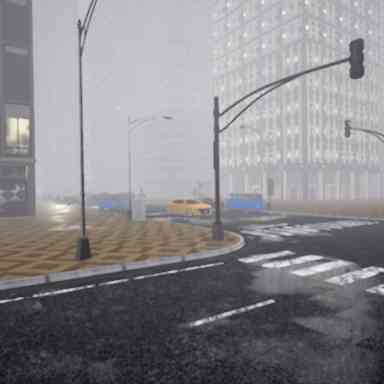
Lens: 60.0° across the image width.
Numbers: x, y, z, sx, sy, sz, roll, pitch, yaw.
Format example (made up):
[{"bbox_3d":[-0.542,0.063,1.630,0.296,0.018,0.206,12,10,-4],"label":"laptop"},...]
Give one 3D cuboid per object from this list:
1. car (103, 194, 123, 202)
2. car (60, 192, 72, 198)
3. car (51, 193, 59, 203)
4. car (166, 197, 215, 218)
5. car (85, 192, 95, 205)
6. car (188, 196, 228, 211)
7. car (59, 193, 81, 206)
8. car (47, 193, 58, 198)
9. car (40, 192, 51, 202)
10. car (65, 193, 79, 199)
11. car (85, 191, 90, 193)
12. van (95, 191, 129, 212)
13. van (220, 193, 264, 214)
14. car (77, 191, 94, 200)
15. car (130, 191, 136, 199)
[{"bbox_3d":[-13.876,1.035,58.240,1.887,1.381,4.507,-1,1,-34],"label":"car"},{"bbox_3d":[-32.528,0.846,85.954,1.752,1.417,4.829,-1,1,-34],"label":"car"},{"bbox_3d":[-20.828,1.189,53.561,2.008,1.369,4.403,-1,1,-34],"label":"car"},{"bbox_3d":[-0.316,1.232,27.712,1.882,1.535,5.008,-1,1,-34],"label":"car"},{"bbox_3d":[-13.545,1.145,47.433,1.837,1.490,4.892,-1,0,-34],"label":"car"},{"bbox_3d":[1.605,1.171,35.278,1.887,1.381,4.507,-1,1,-34],"label":"car"},{"bbox_3d":[-17.735,1.232,48.967,1.947,1.339,4.313,-1,1,-34],"label":"car"},{"bbox_3d":[-36.443,0.900,86.949,1.994,1.385,4.181,-1,1,-34],"label":"car"},{"bbox_3d":[-27.013,1.164,62.754,1.802,1.307,4.206,-1,1,-34],"label":"car"},{"bbox_3d":[-29.340,0.900,81.218,2.008,1.369,4.403,-1,1,-34],"label":"car"},{"bbox_3d":[-20.062,1.000,67.432,1.947,1.339,4.313,-1,1,-34],"label":"car"},{"bbox_3d":[-8.459,1.089,35.178,1.690,1.788,3.998,-1,1,-34],"label":"van"},{"bbox_3d":[4.770,0.993,30.732,1.690,1.788,3.998,-1,1,-34],"label":"van"},{"bbox_3d":[-23.156,0.721,72.024,2.192,1.841,5.009,-1,1,-34],"label":"car"},{"bbox_3d":[-10.786,0.833,53.642,2.192,1.841,5.009,-1,1,-34],"label":"car"}]
